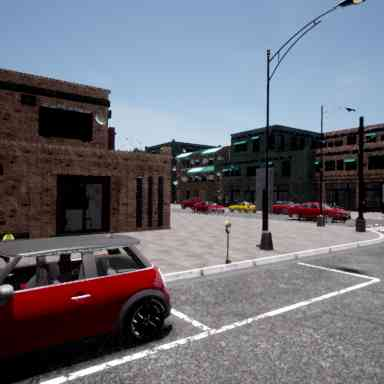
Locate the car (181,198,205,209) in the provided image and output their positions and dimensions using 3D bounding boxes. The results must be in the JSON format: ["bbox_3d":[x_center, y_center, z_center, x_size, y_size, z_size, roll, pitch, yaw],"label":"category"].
[{"bbox_3d":[0.277,1.773,50.893,2.192,1.841,5.009,0,-1,-35],"label":"car"}]

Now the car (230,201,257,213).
[{"bbox_3d":[6.510,1.879,41.917,1.752,1.417,4.829,0,-1,-35],"label":"car"}]

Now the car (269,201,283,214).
[{"bbox_3d":[9.773,1.739,37.222,1.967,1.590,4.097,0,-1,-35],"label":"car"}]

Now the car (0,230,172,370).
[{"bbox_3d":[-2.409,1.440,4.826,4.097,1.590,1.967,0,1,-36],"label":"car"}]

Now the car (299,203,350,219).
[{"bbox_3d":[12.938,1.812,32.664,1.947,1.339,4.313,0,-1,-35],"label":"car"}]

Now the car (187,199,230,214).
[{"bbox_3d":[1.837,1.786,38.509,1.812,1.442,4.674,1,-1,-35],"label":"car"}]

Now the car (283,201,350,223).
[{"bbox_3d":[10.064,1.600,26.581,1.882,1.535,5.008,1,-1,-34],"label":"car"}]
